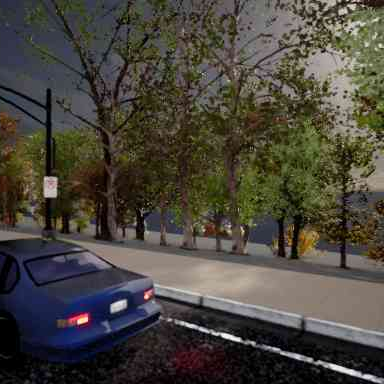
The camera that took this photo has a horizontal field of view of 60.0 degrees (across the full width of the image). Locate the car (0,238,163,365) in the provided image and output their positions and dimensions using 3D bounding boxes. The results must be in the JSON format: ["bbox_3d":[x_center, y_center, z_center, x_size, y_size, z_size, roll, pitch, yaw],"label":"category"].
[{"bbox_3d":[-3.003,1.545,5.835,5.357,1.411,2.033,0,0,36],"label":"car"}]
